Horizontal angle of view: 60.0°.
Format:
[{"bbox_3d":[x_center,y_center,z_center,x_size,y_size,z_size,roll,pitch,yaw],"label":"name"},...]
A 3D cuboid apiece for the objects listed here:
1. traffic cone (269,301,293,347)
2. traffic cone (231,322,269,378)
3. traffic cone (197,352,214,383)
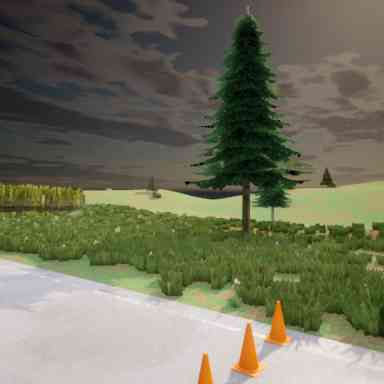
[{"bbox_3d":[1.310,1.955,5.057,0.340,0.580,0.340,0,0,36],"label":"traffic cone"},{"bbox_3d":[0.725,1.955,4.246,0.340,0.580,0.340,0,0,36],"label":"traffic cone"},{"bbox_3d":[0.140,1.955,3.434,0.340,0.580,0.340,0,0,36],"label":"traffic cone"}]
